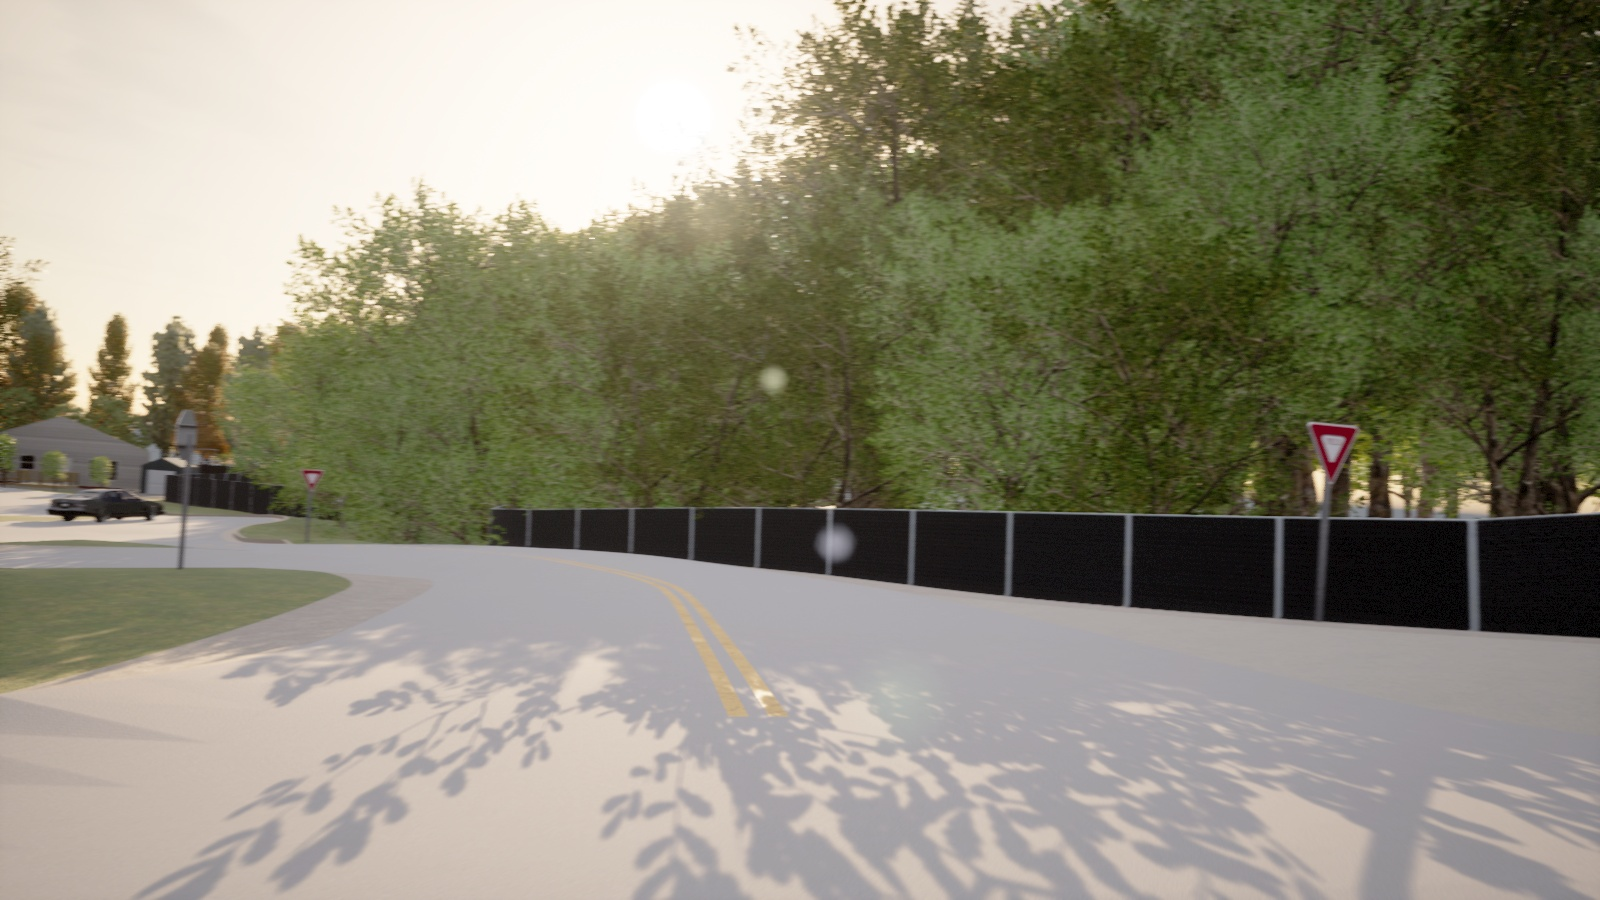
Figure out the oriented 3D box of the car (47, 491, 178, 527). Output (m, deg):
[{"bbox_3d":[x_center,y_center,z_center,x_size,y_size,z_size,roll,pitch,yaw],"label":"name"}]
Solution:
[{"bbox_3d":[-29.730,2.519,54.532,2.033,1.411,5.357,1,-1,10],"label":"car"}]
